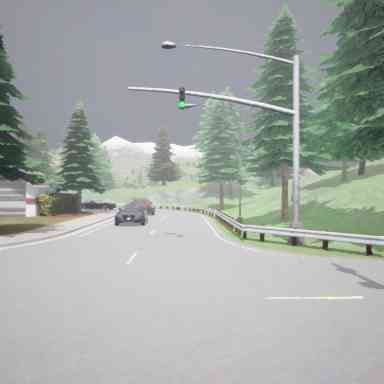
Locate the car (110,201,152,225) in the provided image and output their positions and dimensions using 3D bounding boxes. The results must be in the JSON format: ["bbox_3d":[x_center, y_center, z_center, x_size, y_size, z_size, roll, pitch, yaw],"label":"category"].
[{"bbox_3d":[-4.225,1.562,23.688,1.994,1.385,4.181,0,0,-3],"label":"car"}]

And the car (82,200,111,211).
[{"bbox_3d":[-11.796,1.603,41.147,4.718,1.301,1.895,0,0,14],"label":"car"}]

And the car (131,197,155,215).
[{"bbox_3d":[-5.150,1.349,33.471,2.097,1.767,4.553,0,0,-20],"label":"car"}]
